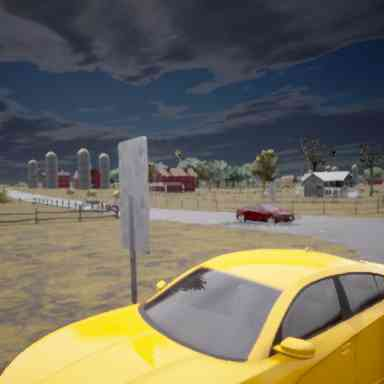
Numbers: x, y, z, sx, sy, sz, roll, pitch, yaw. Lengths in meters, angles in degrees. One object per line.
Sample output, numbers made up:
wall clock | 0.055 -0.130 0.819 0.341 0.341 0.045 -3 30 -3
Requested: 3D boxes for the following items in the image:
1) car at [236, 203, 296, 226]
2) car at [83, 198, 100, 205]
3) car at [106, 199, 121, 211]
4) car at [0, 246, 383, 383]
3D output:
car | 5.352 1.555 24.755 1.882 1.535 5.008 -2 0 -33
car | -20.297 1.829 66.899 1.895 1.301 4.718 -2 2 -36
car | -10.358 1.837 46.789 2.097 1.767 4.553 -2 1 -35
car | 0.750 1.439 3.546 5.008 1.535 1.882 -1 1 -36
